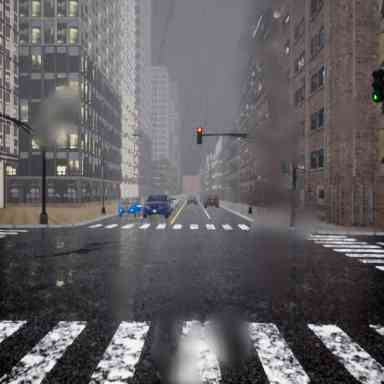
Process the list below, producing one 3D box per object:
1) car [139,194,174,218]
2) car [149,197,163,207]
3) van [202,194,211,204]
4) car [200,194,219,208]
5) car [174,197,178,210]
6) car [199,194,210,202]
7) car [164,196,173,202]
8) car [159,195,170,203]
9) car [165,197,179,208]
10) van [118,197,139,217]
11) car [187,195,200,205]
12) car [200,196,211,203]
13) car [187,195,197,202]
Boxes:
[{"bbox_3d":[-3.079,1.227,30.254,2.150,2.045,5.566,0,0,0],"label":"car"},{"bbox_3d":[-5.641,1.542,52.618,1.752,1.417,4.829,0,0,0],"label":"car"},{"bbox_3d":[2.750,1.365,63.883,1.690,1.788,3.998,0,0,0],"label":"van"},{"bbox_3d":[2.734,1.329,47.231,2.192,1.841,5.009,0,0,0],"label":"car"},{"bbox_3d":[-3.059,1.611,39.963,1.895,1.301,4.718,0,0,0],"label":"car"},{"bbox_3d":[2.760,1.348,74.984,2.192,1.841,5.009,0,0,0],"label":"car"},{"bbox_3d":[-5.614,1.588,80.543,2.008,1.369,4.403,0,0,0],"label":"car"},{"bbox_3d":[-5.625,1.468,69.440,1.967,1.590,4.097,0,0,0],"label":"car"},{"bbox_3d":[-3.036,1.541,50.522,1.812,1.442,4.674,0,0,1],"label":"car"},{"bbox_3d":[-5.661,1.347,30.584,1.690,1.788,3.998,0,0,0],"label":"van"},{"bbox_3d":[0.061,1.622,60.104,1.895,1.301,4.718,0,0,0],"label":"car"},{"bbox_3d":[2.756,1.579,69.433,2.008,1.369,4.403,0,0,0],"label":"car"},{"bbox_3d":[0.069,1.418,70.080,2.033,1.411,5.357,0,0,0],"label":"car"}]
